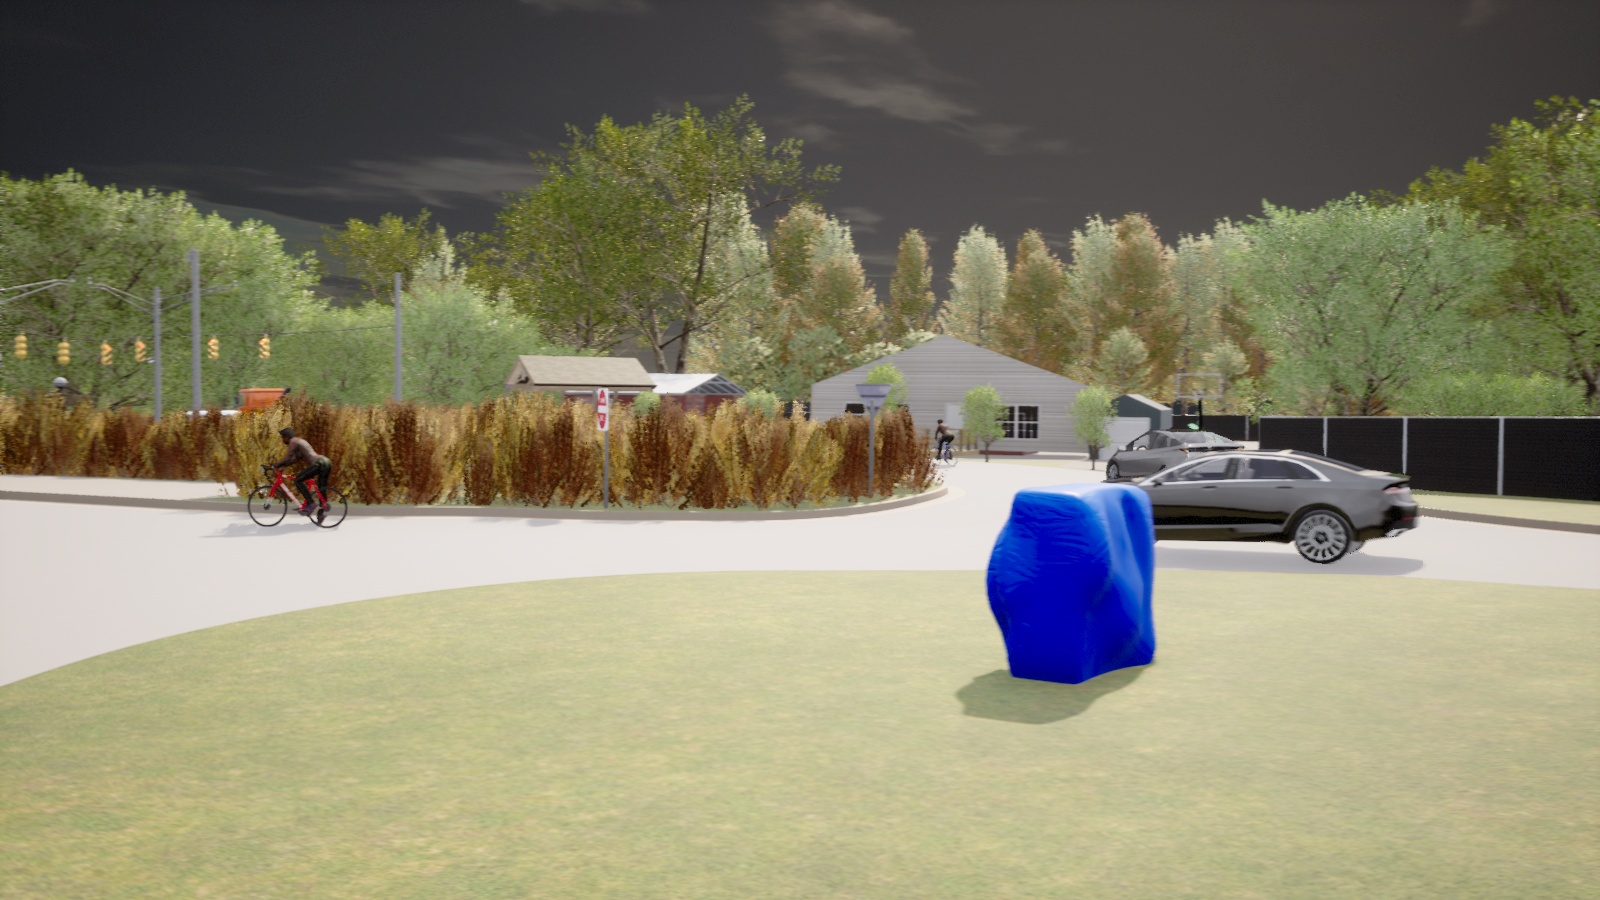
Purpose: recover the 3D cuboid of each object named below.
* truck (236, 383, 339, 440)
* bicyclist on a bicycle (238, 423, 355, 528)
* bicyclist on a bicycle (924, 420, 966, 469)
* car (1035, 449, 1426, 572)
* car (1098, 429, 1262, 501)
[{"bbox_3d":[-32.769,-2.525,80.150,7.936,3.462,2.891,3,4,42],"label":"truck"},{"bbox_3d":[-8.189,0.405,20.454,1.656,1.620,0.582,2,3,0],"label":"bicyclist on a bicycle"},{"bbox_3d":[4.958,-0.202,43.152,0.582,1.620,1.656,-2,3,-29],"label":"bicyclist on a bicycle"},{"bbox_3d":[6.072,0.760,17.881,4.902,1.511,2.128,0,1,32],"label":"car"},{"bbox_3d":[9.035,0.298,30.306,2.007,1.525,4.514,0,2,-9],"label":"car"}]
